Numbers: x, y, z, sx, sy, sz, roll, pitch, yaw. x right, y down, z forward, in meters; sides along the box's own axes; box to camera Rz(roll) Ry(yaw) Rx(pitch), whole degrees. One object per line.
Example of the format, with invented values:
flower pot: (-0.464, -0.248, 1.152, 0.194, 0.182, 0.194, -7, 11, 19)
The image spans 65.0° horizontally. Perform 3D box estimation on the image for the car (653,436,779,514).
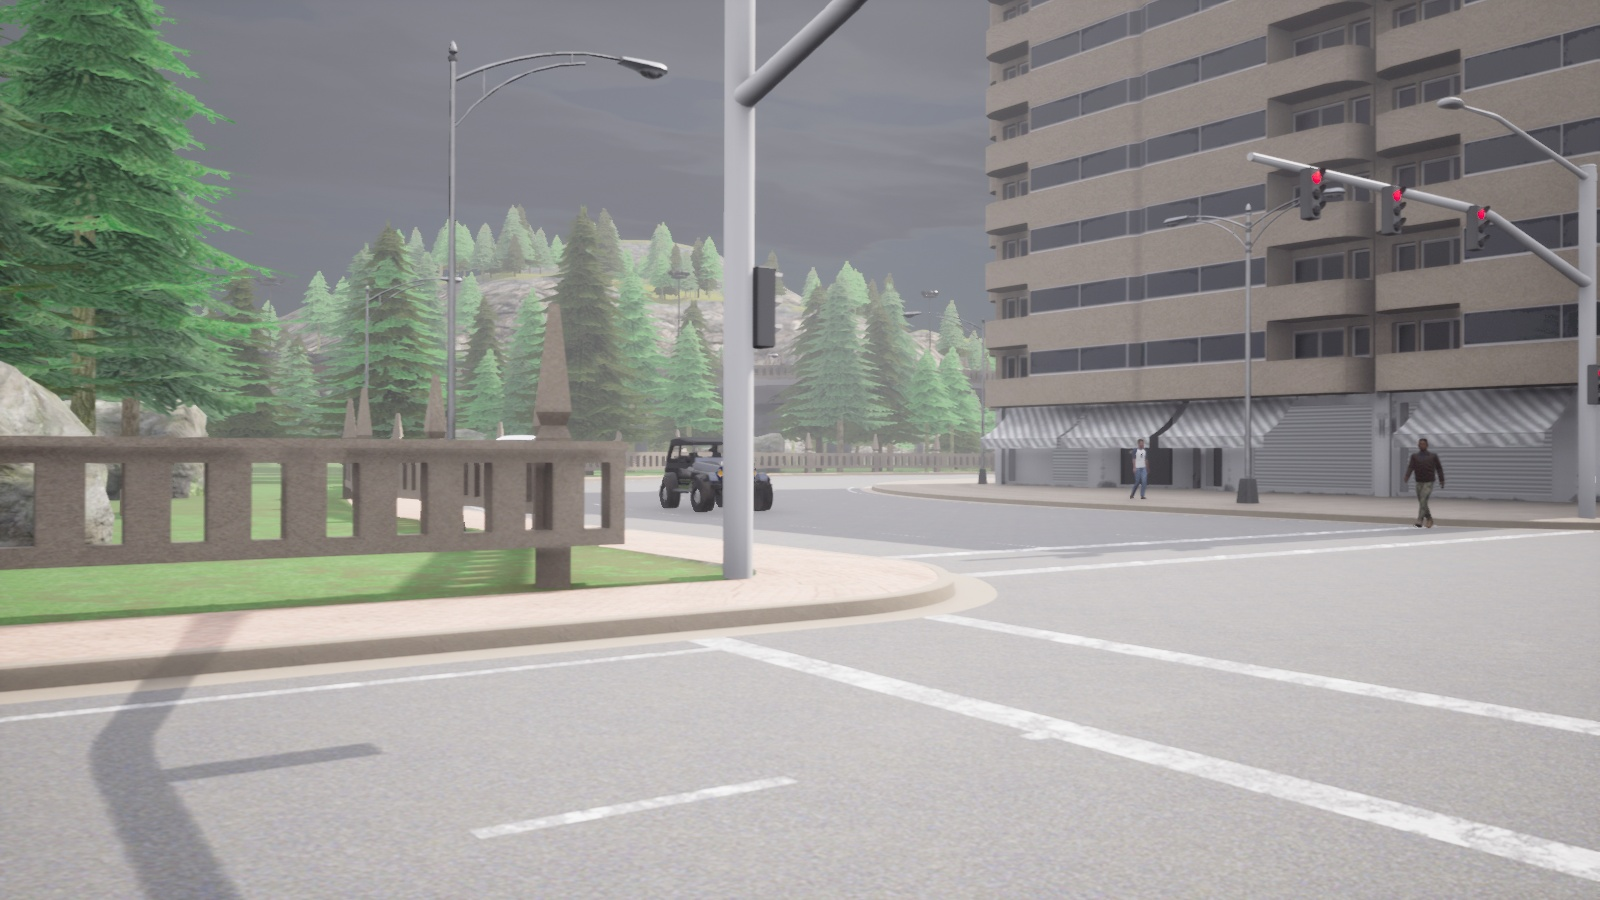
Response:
car: (-2.224, 0.603, 32.147, 1.905, 1.878, 3.866, 0, 0, -26)

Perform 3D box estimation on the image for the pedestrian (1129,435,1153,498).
pedestrian: (10.025, 0.474, 36.938, 0.354, 1.836, 0.706, 0, 0, -18)

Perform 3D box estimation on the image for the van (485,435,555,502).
van: (-8.948, 0.563, 40.244, 2.069, 2.038, 4.480, 0, 0, -12)

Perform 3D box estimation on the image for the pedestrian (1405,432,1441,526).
pedestrian: (12.333, 0.569, 24.849, 0.703, 1.840, 0.431, 0, 0, -44)
